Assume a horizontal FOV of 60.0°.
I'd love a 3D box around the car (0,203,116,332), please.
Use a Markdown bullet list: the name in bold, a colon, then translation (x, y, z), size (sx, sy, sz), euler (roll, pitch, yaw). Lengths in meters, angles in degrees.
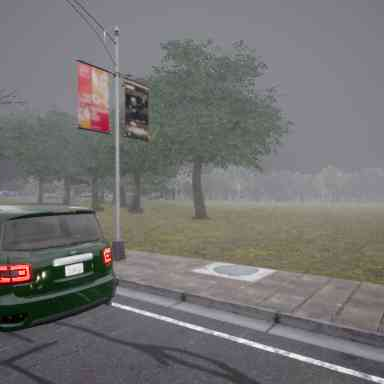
- **car**: translation (-3.889, 1.235, 6.415), size (5.566, 2.045, 2.150), euler (0, 0, 36)
